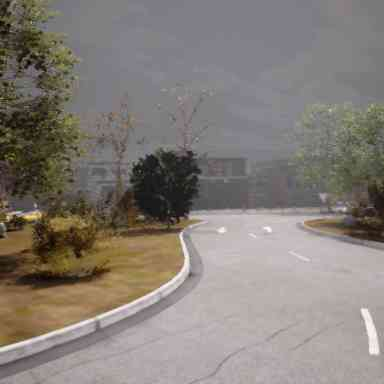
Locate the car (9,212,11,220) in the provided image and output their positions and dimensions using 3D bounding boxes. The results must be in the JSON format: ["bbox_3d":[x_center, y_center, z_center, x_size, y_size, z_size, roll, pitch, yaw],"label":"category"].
[{"bbox_3d":[-21.639,3.137,39.769,1.946,1.575,5.366,-3,-1,-1],"label":"car"}]

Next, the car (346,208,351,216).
[{"bbox_3d":[17.694,1.903,32.414,4.902,1.511,2.128,-2,-2,28],"label":"car"}]

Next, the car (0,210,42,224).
[{"bbox_3d":[-23.061,3.368,45.003,4.674,1.442,1.812,-3,-1,-1],"label":"car"}]

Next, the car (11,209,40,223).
[{"bbox_3d":[-18.981,3.022,39.836,1.946,1.575,5.366,-2,-1,-1],"label":"car"}]

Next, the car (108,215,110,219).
[{"bbox_3d":[-10.486,2.710,40.253,2.231,1.521,4.892,-2,-1,-2],"label":"car"}]

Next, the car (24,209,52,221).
[{"bbox_3d":[-24.089,3.529,52.346,1.946,1.575,5.366,-3,-1,-1],"label":"car"}]

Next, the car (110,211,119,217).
[{"bbox_3d":[-7.828,2.371,40.360,2.435,2.045,5.566,-2,-1,-2],"label":"car"}]
